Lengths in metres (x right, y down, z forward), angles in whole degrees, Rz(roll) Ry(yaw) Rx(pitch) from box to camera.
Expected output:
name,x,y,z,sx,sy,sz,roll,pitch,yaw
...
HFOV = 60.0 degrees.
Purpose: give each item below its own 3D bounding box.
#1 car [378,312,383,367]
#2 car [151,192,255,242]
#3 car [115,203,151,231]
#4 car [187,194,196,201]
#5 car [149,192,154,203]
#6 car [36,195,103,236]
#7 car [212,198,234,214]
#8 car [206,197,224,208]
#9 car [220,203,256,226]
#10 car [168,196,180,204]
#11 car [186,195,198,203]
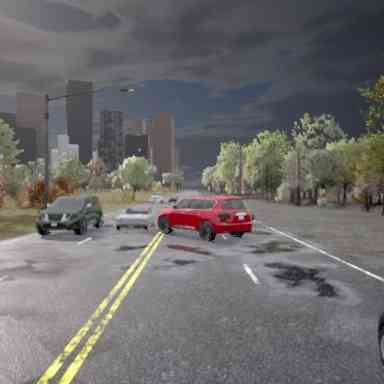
name,x,y,z,sx,sy,sz,roll,pitch,yaw
car,3.251,1.497,2.146,2.163,1.488,4.792,0,0,0
car,0.481,1.202,16.680,2.150,2.045,5.566,0,0,-38
car,-3.376,1.578,20.512,1.895,1.301,4.718,0,0,0
car,-0.104,1.319,77.609,2.128,1.511,4.902,0,0,0
car,-6.637,1.091,62.312,2.150,2.045,5.566,0,0,0
car,-6.625,1.201,18.733,2.150,2.045,5.566,0,0,0
car,3.205,1.421,35.127,1.882,1.535,5.008,0,0,0
car,3.190,1.422,46.161,2.163,1.488,4.792,0,0,0
car,3.223,1.560,24.154,1.895,1.301,4.718,0,0,0
car,-3.388,1.470,62.151,1.895,1.301,4.718,0,0,0
car,-0.012,1.345,65.733,2.128,1.511,4.902,0,0,0
